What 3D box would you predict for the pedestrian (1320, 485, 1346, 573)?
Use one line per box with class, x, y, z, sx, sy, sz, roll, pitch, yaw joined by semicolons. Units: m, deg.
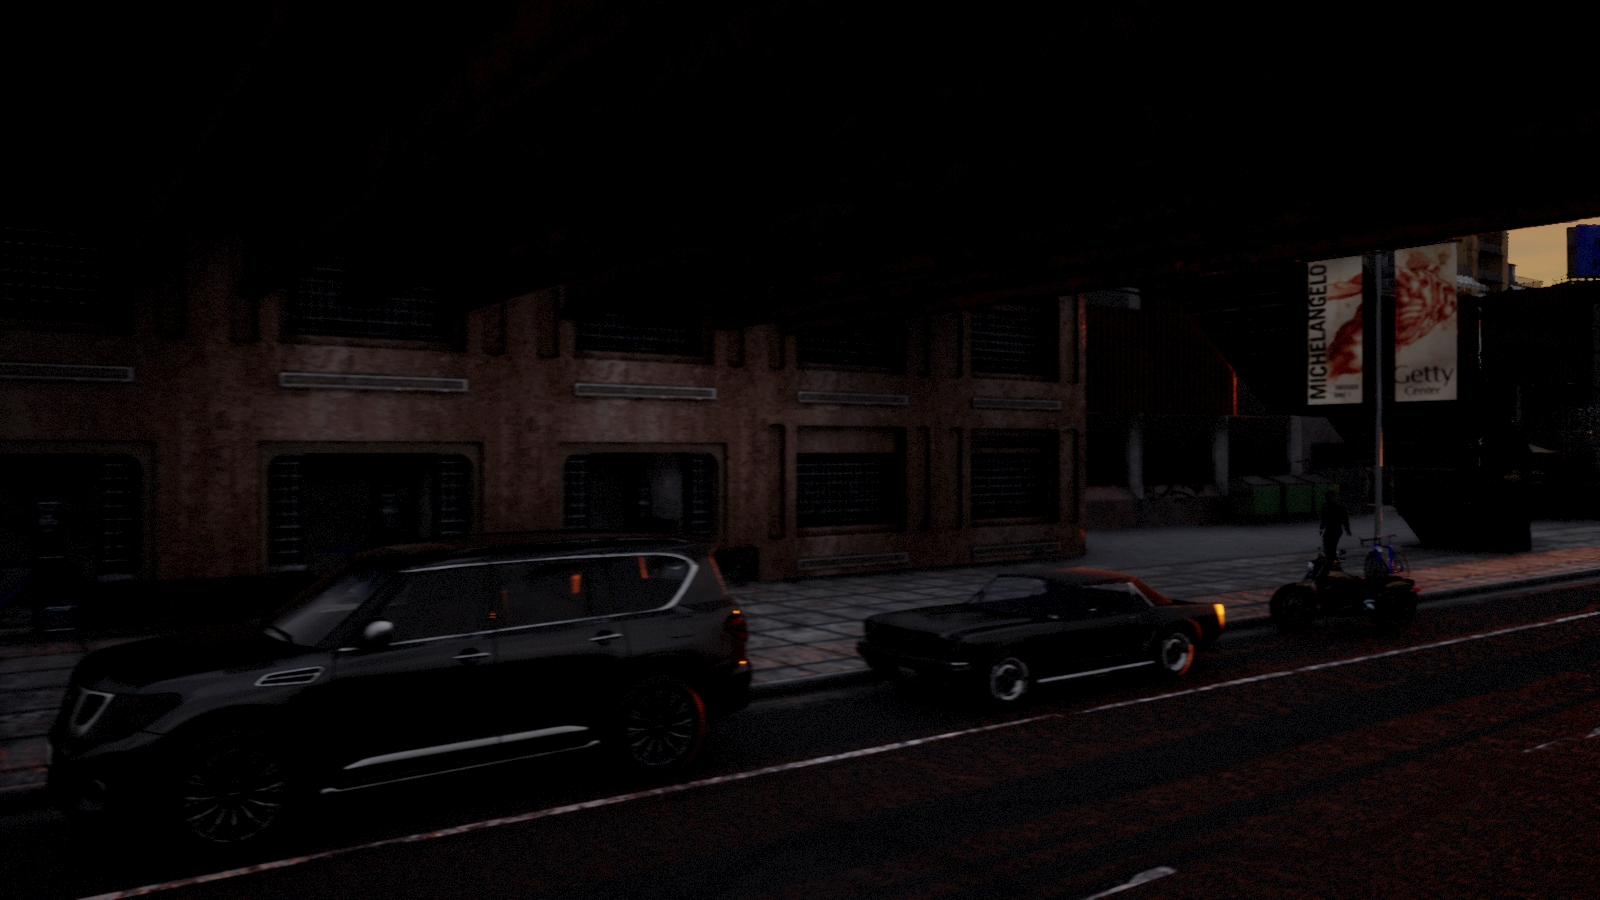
pedestrian;11.500;1.701;24.654;0.375;1.860;0.375;0;0;-29
